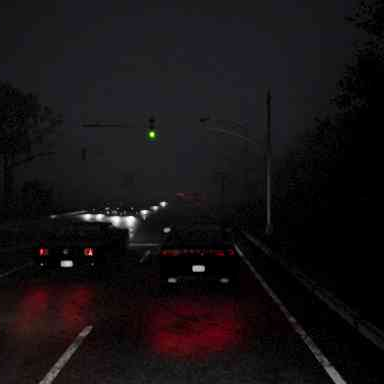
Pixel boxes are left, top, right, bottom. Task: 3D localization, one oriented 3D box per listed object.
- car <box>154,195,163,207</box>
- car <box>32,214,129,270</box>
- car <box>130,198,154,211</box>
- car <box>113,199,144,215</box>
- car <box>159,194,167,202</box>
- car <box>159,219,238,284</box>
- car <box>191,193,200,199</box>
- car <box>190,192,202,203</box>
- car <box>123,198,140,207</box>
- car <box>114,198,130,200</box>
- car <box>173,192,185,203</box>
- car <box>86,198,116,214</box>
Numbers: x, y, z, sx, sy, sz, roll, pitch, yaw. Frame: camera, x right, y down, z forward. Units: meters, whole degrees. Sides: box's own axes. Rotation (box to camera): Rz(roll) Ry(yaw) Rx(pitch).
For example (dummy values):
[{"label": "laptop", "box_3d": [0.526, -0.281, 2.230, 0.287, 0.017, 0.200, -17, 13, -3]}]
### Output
[{"label": "car", "box_3d": [-6.524, 1.761, 55.696, 1.994, 1.385, 4.181, 0, 1, 1]}, {"label": "car", "box_3d": [-3.393, 1.651, 11.185, 1.895, 1.301, 4.718, 0, 0, -1]}, {"label": "car", "box_3d": [-6.673, 1.760, 44.638, 1.994, 1.385, 4.181, 0, 0, 0]}, {"label": "car", "box_3d": [-6.766, 1.758, 35.828, 1.895, 1.301, 4.718, 0, 0, 1]}, {"label": "car", "box_3d": [-6.286, 1.194, 69.482, 2.128, 1.511, 4.902, 0, 3, 1]}, {"label": "car", "box_3d": [0.164, 1.521, 9.747, 1.882, 1.535, 5.008, 0, 0, 0]}, {"label": "car", "box_3d": [0.804, 0.900, 77.446, 1.895, 1.301, 4.718, 0, 3, 1]}, {"label": "car", "box_3d": [0.783, 1.030, 66.780, 2.150, 2.045, 5.566, 0, 3, 1]}, {"label": "car", "box_3d": [-10.032, 1.764, 55.458, 1.994, 1.385, 4.181, 0, 1, 1]}, {"label": "car", "box_3d": [-10.153, 1.552, 45.508, 2.097, 1.767, 4.553, 0, 0, 1]}, {"label": "car", "box_3d": [-2.817, 1.362, 66.710, 2.033, 1.411, 5.357, 0, 3, 1]}, {"label": "car", "box_3d": [-10.252, 1.726, 36.906, 1.994, 1.385, 4.181, 0, 0, 1]}]
